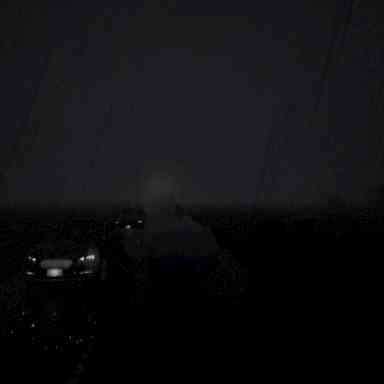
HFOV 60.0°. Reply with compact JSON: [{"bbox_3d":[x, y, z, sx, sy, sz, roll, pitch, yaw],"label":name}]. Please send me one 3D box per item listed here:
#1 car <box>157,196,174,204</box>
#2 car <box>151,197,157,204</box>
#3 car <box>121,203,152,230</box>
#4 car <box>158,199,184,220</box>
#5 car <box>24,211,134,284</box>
[{"bbox_3d":[-3.320,1.488,44.441,2.150,2.045,5.566,0,0,-6],"label":"car"},{"bbox_3d":[-7.437,1.781,69.856,2.097,1.767,4.553,0,0,-1],"label":"car"},{"bbox_3d":[-3.982,1.690,22.339,2.033,1.411,5.357,0,0,-5],"label":"car"},{"bbox_3d":[-1.802,1.671,30.018,2.128,1.511,4.902,0,0,-6],"label":"car"},{"bbox_3d":[-3.200,1.560,9.914,2.128,1.511,4.902,0,0,-3],"label":"car"}]
